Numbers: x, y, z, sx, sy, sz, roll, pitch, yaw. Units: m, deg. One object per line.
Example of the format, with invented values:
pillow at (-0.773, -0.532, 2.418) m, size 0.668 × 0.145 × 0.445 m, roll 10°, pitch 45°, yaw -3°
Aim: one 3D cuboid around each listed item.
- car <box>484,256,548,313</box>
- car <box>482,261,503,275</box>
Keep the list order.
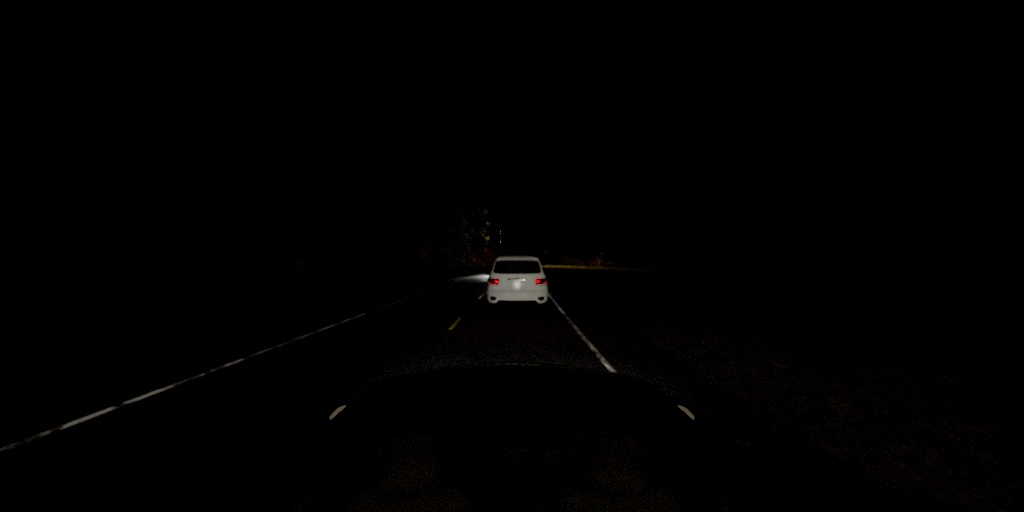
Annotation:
car at (0.215, 1.017, 14.430) m, size 2.150 × 2.045 × 5.566 m, roll 0°, pitch 0°, yaw 1°
car at (-2.332, 1.439, 44.247) m, size 2.128 × 1.511 × 4.902 m, roll 0°, pitch 0°, yaw 3°
